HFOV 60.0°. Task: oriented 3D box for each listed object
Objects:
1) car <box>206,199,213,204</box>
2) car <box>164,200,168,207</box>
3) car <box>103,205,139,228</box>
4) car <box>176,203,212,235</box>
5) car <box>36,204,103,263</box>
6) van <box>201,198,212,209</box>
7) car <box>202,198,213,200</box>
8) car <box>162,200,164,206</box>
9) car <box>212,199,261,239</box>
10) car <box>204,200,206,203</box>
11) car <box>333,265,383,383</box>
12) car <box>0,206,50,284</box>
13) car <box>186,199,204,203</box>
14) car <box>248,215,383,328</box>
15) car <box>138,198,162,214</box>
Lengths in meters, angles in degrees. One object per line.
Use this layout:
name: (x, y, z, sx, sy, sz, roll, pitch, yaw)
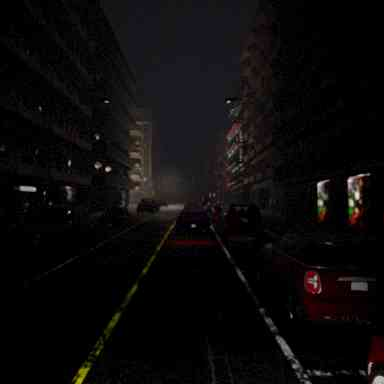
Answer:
car: (2.506, 1.686, 29.198, 1.967, 1.590, 4.097, 1, -1, 0)
car: (-5.397, 2.169, 62.425, 1.802, 1.307, 4.206, 1, -1, 0)
car: (-5.334, 1.762, 23.713, 1.947, 1.339, 4.313, 1, 0, 0)
car: (0.069, 1.640, 19.808, 1.882, 1.535, 5.008, 0, 0, 0)
car: (-5.311, 1.418, 12.653, 2.192, 1.841, 5.009, 1, 0, 0)
van: (2.464, 1.866, 56.855, 1.690, 1.788, 3.998, 1, -1, 0)
car: (2.473, 1.780, 51.324, 2.192, 1.841, 5.009, 1, -1, 0)
car: (-5.370, 1.953, 45.833, 1.887, 1.381, 4.507, 1, -1, 0)
car: (2.527, 1.463, 18.136, 2.192, 1.841, 5.009, 1, 0, 0)
car: (2.485, 1.933, 40.259, 1.802, 1.307, 4.206, 1, -1, 0)
car: (2.582, 1.558, 1.541, 1.887, 1.381, 4.507, 1, 0, 0)
car: (-5.302, 1.373, 7.123, 2.192, 1.841, 5.009, 1, 0, 0)
car: (0.043, 1.807, 37.947, 1.882, 1.535, 5.008, 0, -1, 0)
car: (2.583, 1.497, 7.074, 1.967, 1.590, 4.097, 1, 0, 0)
car: (-5.355, 1.667, 40.304, 2.192, 1.841, 5.009, 1, -1, 0)
